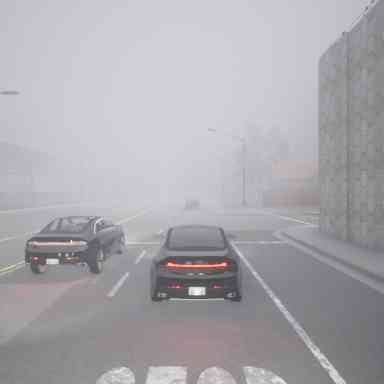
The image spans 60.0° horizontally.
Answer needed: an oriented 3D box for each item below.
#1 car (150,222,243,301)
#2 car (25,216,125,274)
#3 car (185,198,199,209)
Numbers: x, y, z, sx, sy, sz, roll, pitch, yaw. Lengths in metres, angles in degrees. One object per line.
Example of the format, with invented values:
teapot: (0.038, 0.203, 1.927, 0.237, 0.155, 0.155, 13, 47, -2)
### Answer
car: (0.085, 1.505, 8.300, 1.837, 1.490, 4.892, 0, 0, 0)
car: (-3.421, 1.492, 10.571, 2.128, 1.511, 4.902, 0, 0, 0)
car: (0.012, 1.491, 44.222, 2.128, 1.511, 4.902, 0, 0, 0)
